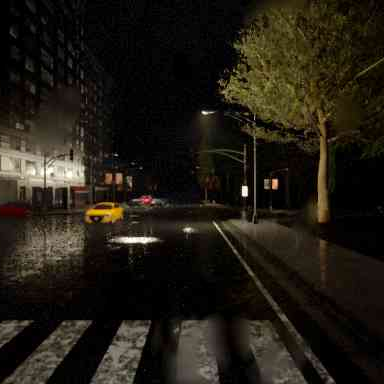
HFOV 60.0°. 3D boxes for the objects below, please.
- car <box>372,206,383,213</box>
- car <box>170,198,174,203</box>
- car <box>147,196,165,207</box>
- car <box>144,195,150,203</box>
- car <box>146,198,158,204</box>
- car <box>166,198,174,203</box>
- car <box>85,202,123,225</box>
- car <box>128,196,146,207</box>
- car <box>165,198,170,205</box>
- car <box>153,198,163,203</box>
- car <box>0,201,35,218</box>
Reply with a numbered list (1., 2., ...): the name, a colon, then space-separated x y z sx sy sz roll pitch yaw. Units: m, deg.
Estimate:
1. car: 41.785 3.912 74.357 4.892 1.490 1.837 4 -3 -45
2. car: -6.307 2.209 81.609 2.033 1.411 5.357 0 -1 0
3. car: -6.197 1.901 58.285 2.033 1.411 5.357 0 -1 -4
4. car: -9.586 1.720 69.681 2.150 2.045 5.566 0 -1 0
5. car: -9.560 2.172 80.121 2.128 1.511 4.902 0 -1 0
6. car: -6.273 2.353 95.439 1.882 1.535 5.008 0 -1 0
7. car: -6.542 1.562 25.229 1.882 1.535 5.008 0 0 0
8. car: -9.691 1.909 57.488 1.994 1.385 4.181 0 -1 0
9. car: -6.333 2.035 70.804 1.812 1.442 4.674 0 -1 0
10. car: -9.527 2.393 93.780 2.033 1.411 5.357 0 -1 0
11. car: -15.519 1.478 28.021 1.994 1.385 4.181 3 1 37
